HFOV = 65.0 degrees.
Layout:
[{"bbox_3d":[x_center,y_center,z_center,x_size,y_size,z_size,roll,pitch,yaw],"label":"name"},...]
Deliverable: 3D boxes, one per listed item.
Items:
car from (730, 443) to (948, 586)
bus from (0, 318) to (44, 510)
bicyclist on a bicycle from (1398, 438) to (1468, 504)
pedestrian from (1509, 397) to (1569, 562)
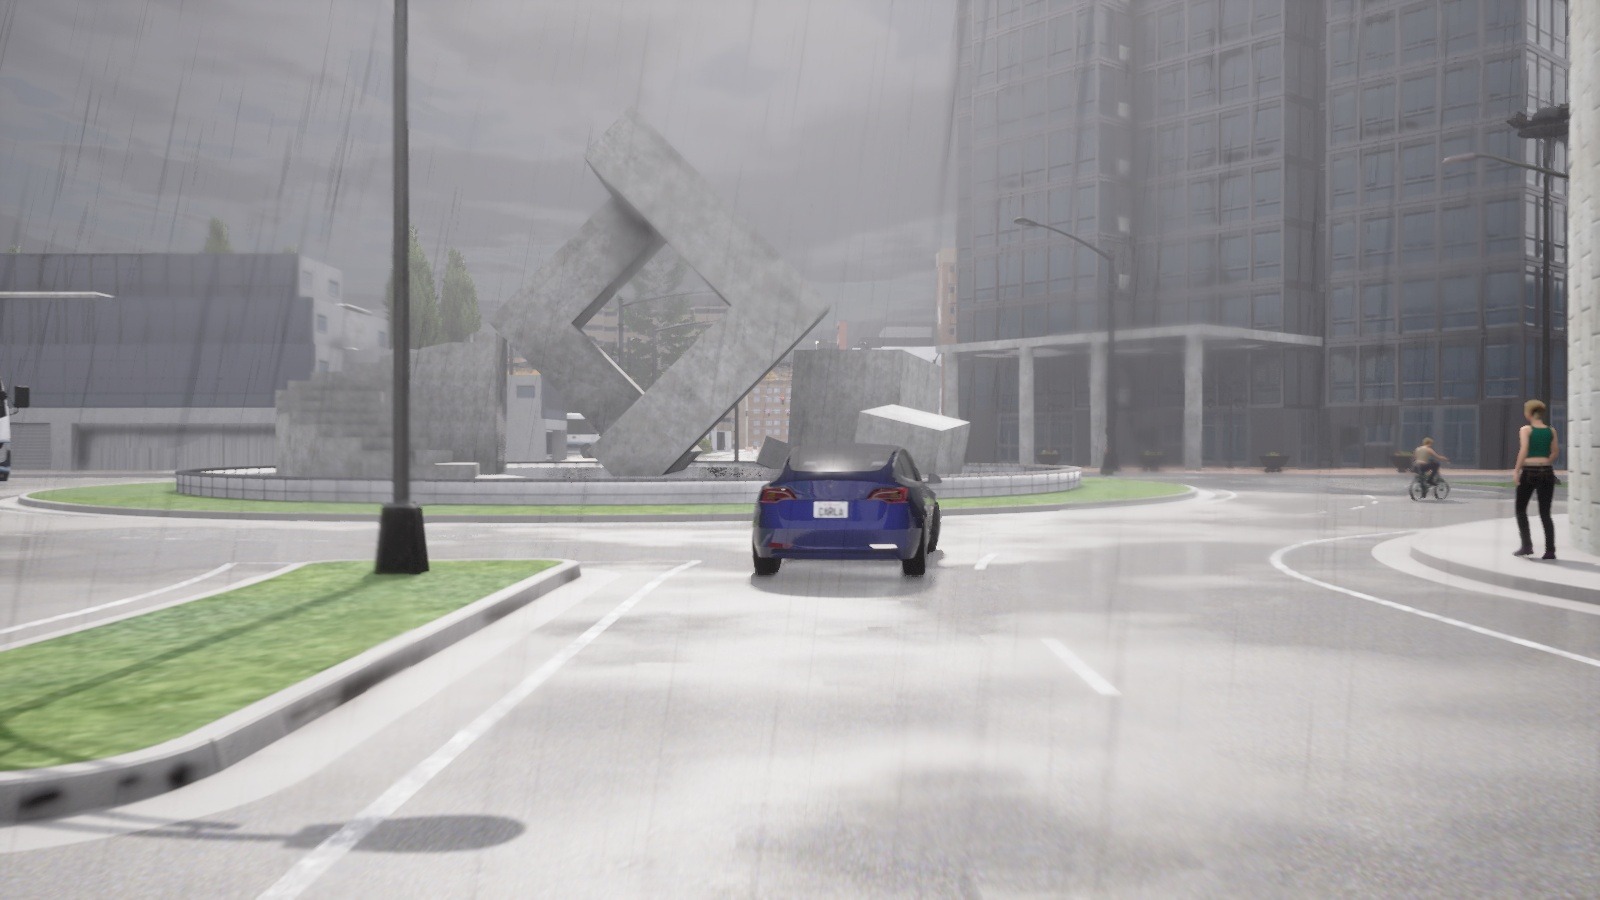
[{"bbox_3d":[0.675,0.659,15.596,2.163,1.488,4.792,0,0,8],"label":"car"},{"bbox_3d":[-22.422,-0.818,30.223,10.273,4.253,3.944,0,1,39],"label":"bus"},{"bbox_3d":[16.095,0.516,31.938,1.509,1.612,0.866,0,1,-28],"label":"bicyclist on a bicycle"},{"bbox_3d":[8.388,0.328,14.266,0.345,1.836,0.594,0,0,3],"label":"pedestrian"}]
